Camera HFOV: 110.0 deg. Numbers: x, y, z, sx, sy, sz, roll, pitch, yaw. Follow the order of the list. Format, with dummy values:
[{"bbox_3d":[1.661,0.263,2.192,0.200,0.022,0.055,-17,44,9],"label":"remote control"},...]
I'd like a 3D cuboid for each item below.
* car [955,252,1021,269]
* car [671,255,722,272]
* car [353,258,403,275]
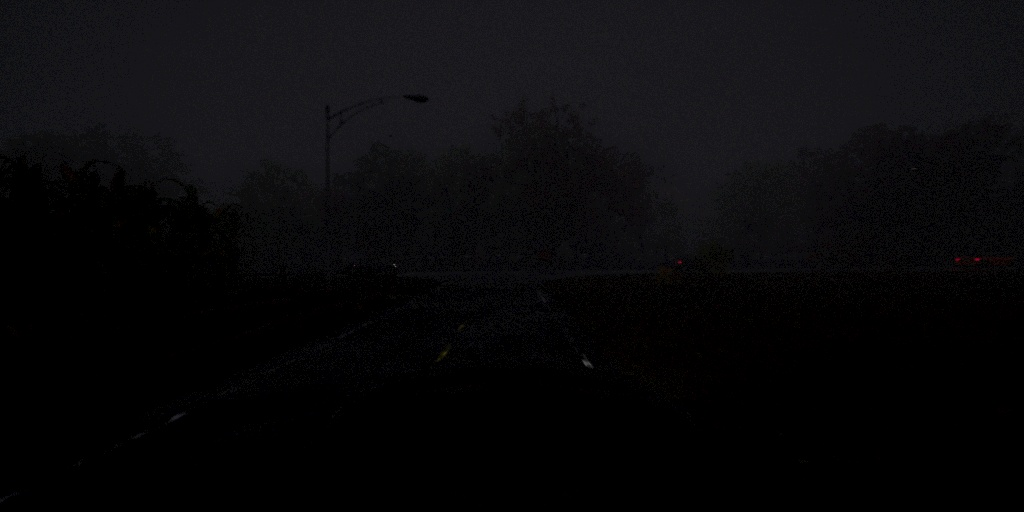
[{"bbox_3d":[48.119,0.381,36.284,4.553,1.767,2.097,-1,0,0],"label":"car"},{"bbox_3d":[18.611,0.657,36.151,4.553,1.767,2.097,-1,0,0],"label":"car"},{"bbox_3d":[-13.374,0.958,36.003,4.553,1.767,2.097,-1,0,0],"label":"car"}]
